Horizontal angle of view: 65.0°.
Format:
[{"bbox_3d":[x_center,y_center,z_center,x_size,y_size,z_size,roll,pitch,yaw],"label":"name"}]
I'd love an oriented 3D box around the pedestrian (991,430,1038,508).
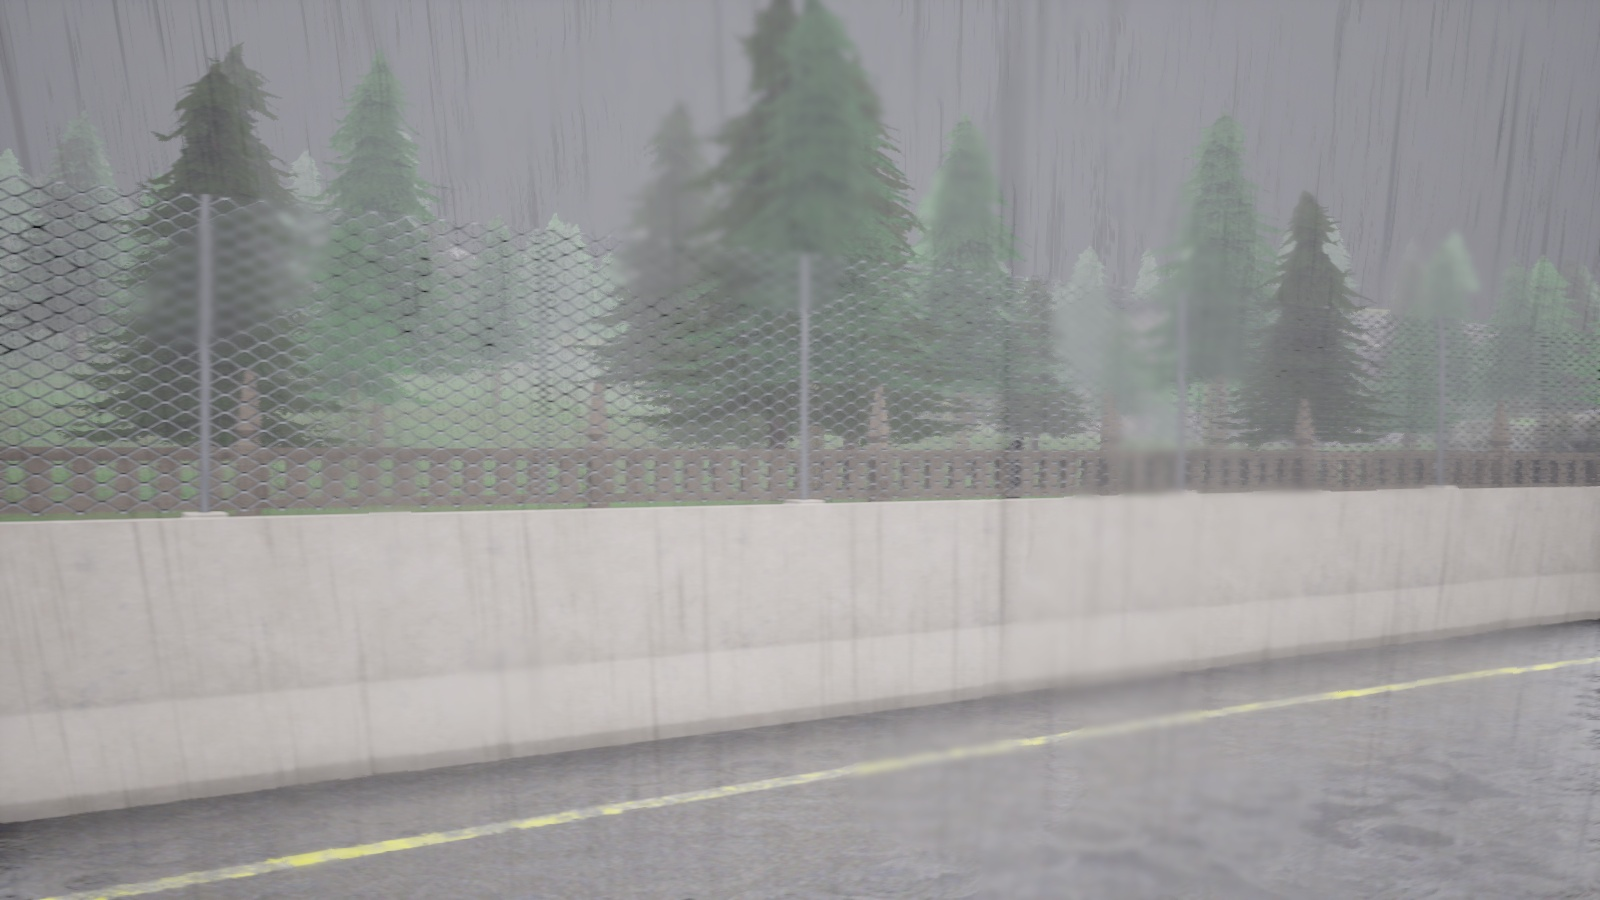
[{"bbox_3d":[5.153,0.455,30.175,0.899,1.844,0.634,0,0,-24],"label":"pedestrian"}]
